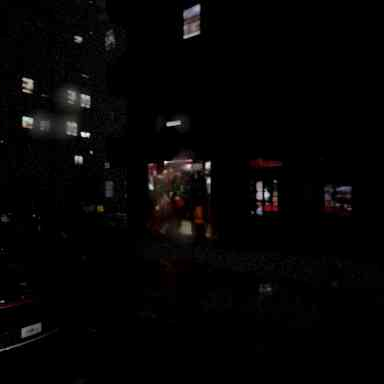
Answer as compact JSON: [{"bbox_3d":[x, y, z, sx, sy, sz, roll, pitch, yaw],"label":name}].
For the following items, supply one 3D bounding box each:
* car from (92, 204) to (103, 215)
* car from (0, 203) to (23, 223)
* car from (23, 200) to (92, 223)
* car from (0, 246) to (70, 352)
[{"bbox_3d":[-10.340,1.449,30.091,1.752,1.417,4.829,0,1,35],"label":"car"},{"bbox_3d":[-13.433,1.548,25.668,2.008,1.369,4.403,0,1,35],"label":"car"},{"bbox_3d":[-10.281,1.517,25.676,1.994,1.385,4.181,-1,0,35],"label":"car"},{"bbox_3d":[-3.884,1.600,5.649,4.403,1.369,2.008,-1,0,36],"label":"car"}]
